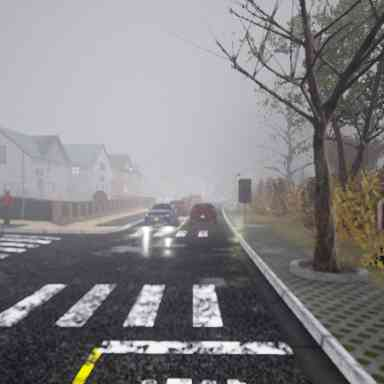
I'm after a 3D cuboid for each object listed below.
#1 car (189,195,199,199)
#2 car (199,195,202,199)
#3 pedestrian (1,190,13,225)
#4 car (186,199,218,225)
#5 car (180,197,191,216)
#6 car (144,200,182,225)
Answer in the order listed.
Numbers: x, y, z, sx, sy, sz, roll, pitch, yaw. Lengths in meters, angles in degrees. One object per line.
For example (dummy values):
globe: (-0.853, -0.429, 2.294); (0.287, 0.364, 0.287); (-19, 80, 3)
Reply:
car: (-0.657, 1.484, 43.756); (2.097, 1.767, 4.553); (0, 0, 5)
car: (0.455, 1.432, 54.336); (2.150, 2.045, 5.566); (0, 0, 7)
pedestrian: (-9.512, 0.780, 17.117); (0.375, 1.860, 0.375); (0, -3, 0)
car: (0.867, 1.510, 24.623); (1.882, 1.535, 5.008); (0, 0, 3)
car: (-1.479, 1.549, 33.963); (1.882, 1.535, 5.008); (0, 0, 4)
car: (-2.149, 1.558, 24.428); (1.812, 1.442, 4.674); (0, 0, 6)
